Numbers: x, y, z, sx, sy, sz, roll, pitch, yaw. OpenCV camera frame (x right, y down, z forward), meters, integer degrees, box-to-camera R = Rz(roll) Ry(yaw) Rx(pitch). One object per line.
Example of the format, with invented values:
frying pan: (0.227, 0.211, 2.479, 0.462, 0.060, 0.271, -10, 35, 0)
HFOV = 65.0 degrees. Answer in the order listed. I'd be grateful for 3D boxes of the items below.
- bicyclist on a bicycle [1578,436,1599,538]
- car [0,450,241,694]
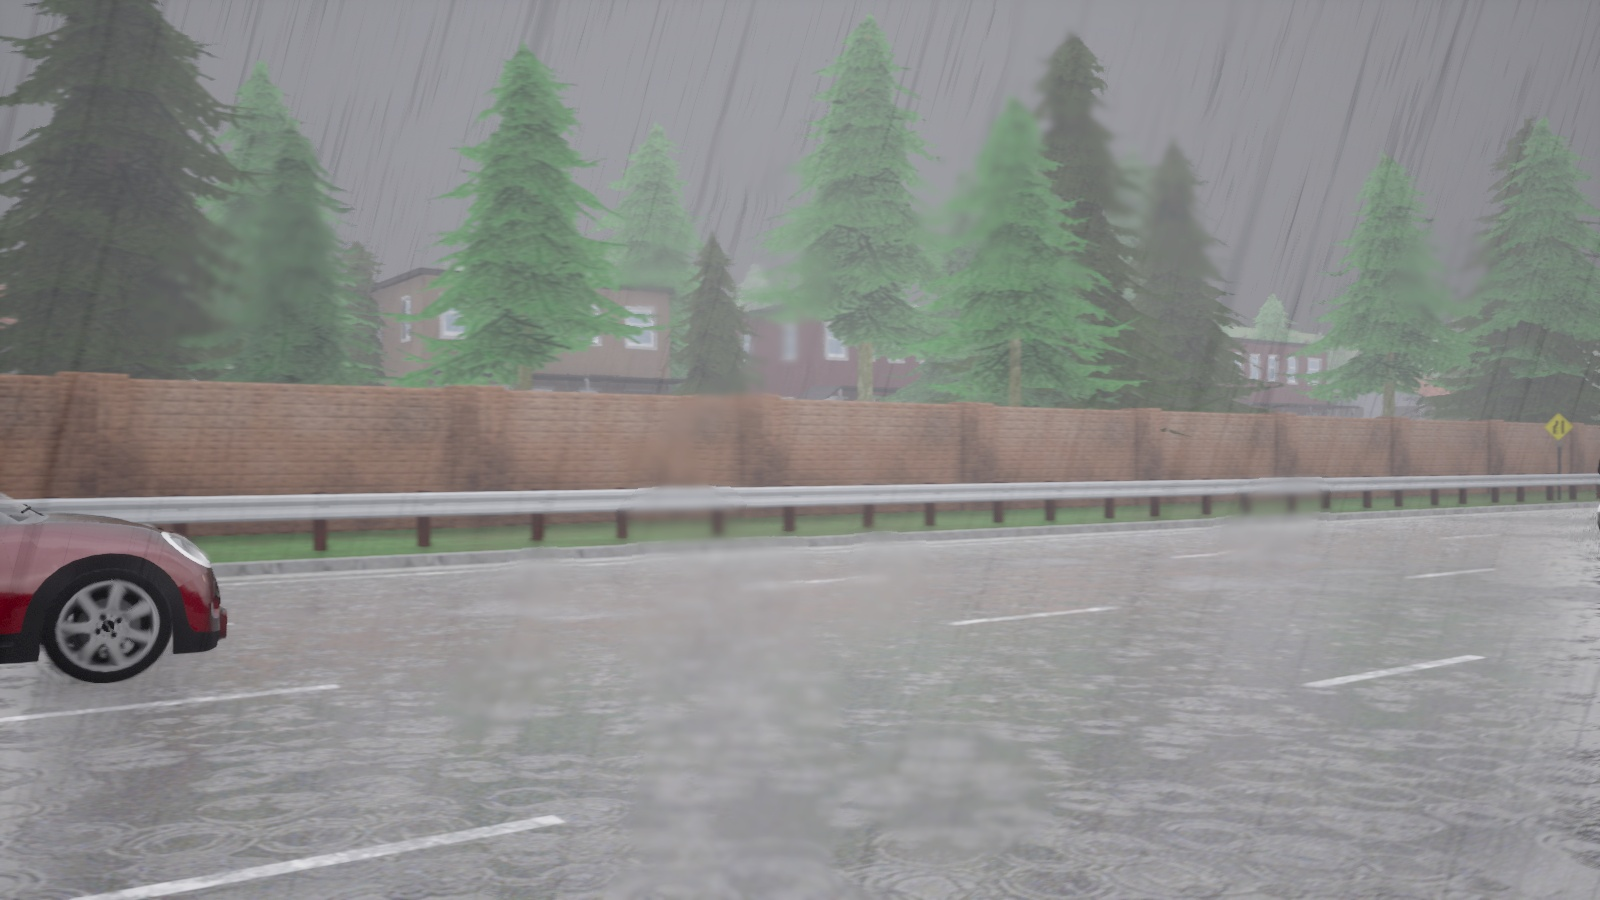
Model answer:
bicyclist on a bicycle: (14.662, 0.639, 22.393, 1.843, 1.776, 0.659, 0, 0, -35)
car: (-5.862, 0.742, 8.108, 3.806, 1.475, 1.970, 0, 0, -35)
